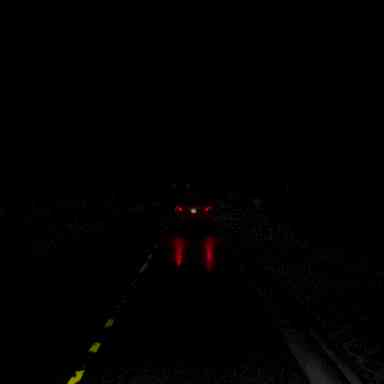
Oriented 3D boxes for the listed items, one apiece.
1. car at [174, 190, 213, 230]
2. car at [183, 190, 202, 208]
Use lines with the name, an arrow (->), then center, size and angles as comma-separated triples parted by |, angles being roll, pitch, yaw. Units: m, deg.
car -> 0.076, 1.050, 19.993 | 2.150, 2.045, 5.566 | 0, 1, 0
car -> 0.045, 0.832, 40.705 | 2.150, 2.045, 5.566 | 0, 0, 1
